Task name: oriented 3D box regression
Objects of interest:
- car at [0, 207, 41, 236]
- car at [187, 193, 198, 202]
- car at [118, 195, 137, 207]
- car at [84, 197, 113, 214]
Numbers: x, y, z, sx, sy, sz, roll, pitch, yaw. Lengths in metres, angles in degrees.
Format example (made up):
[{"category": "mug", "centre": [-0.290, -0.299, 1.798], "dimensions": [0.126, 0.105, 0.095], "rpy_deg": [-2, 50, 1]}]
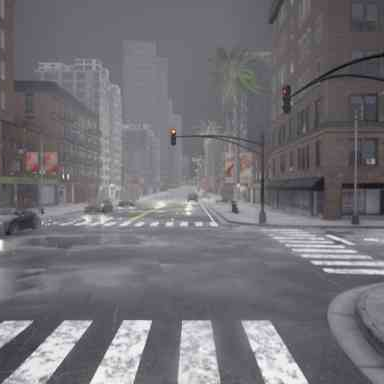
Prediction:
[{"category": "car", "centre": [-9.824, 1.480, 17.713], "dimensions": [1.994, 1.385, 4.181], "rpy_deg": [1, 1, 0]}, {"category": "car", "centre": [0.132, 1.186, 71.935], "dimensions": [2.150, 2.045, 5.566], "rpy_deg": [0, 0, 0]}, {"category": "car", "centre": [-9.788, 1.347, 50.659], "dimensions": [2.097, 1.767, 4.553], "rpy_deg": [0, 0, 0]}, {"category": "car", "centre": [-9.814, 1.354, 35.233], "dimensions": [2.097, 1.767, 4.553], "rpy_deg": [0, 0, 0]}]
